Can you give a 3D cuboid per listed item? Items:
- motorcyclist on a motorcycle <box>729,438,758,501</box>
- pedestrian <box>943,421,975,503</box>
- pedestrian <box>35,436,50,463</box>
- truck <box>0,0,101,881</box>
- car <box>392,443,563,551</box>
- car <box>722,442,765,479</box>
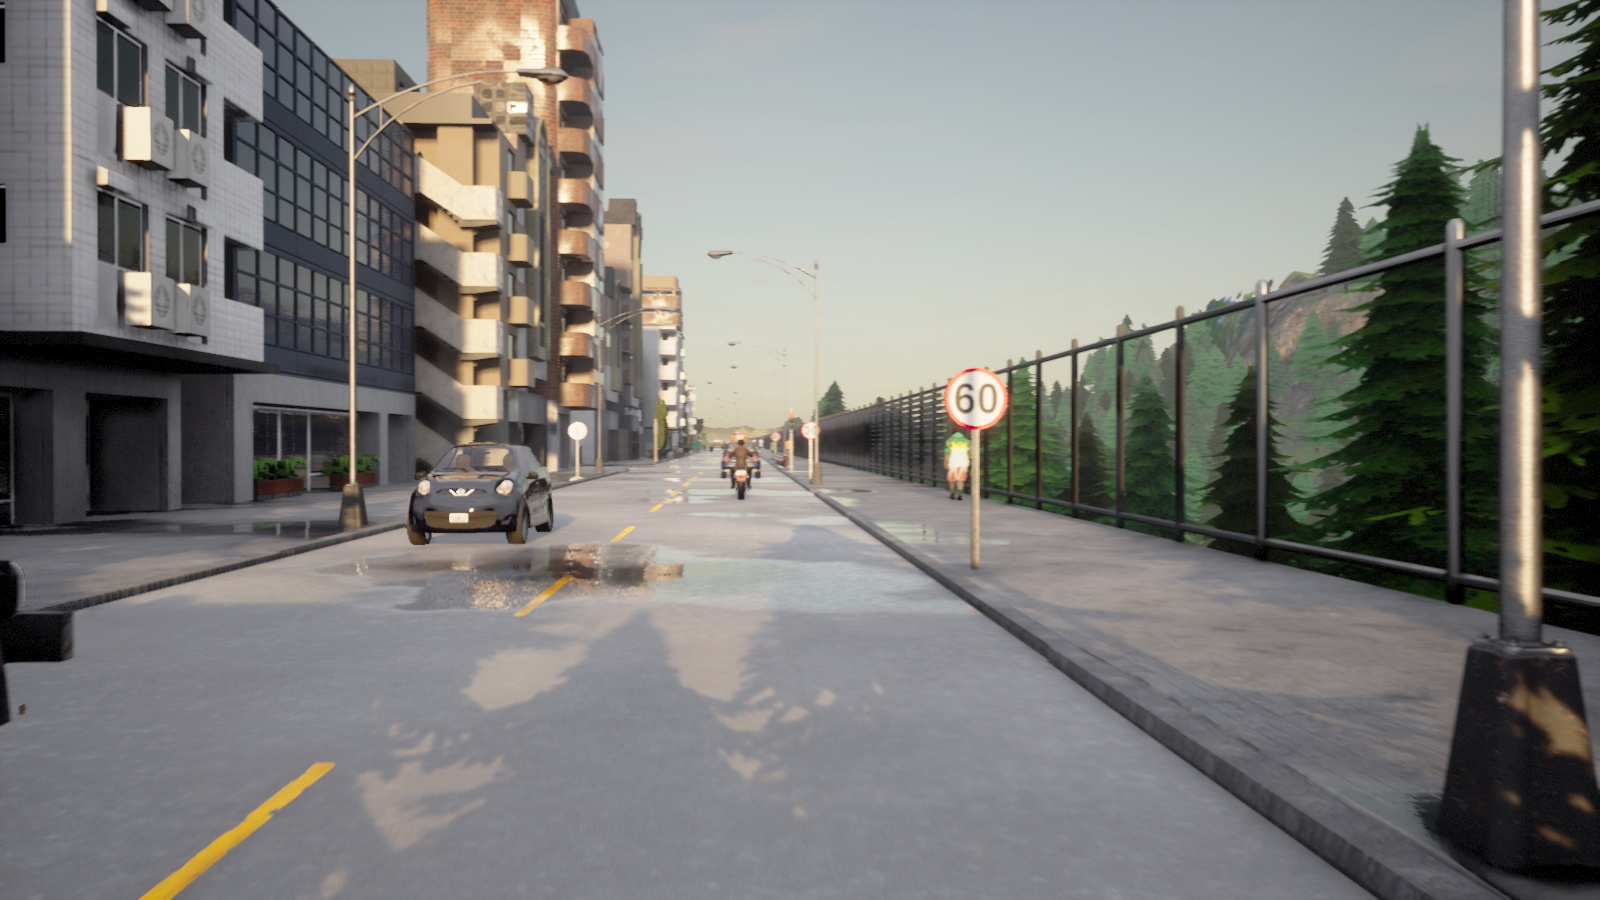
[{"bbox_3d":[-1.531,0.503,34.129,0.766,1.649,2.350,0,0,-3],"label":"motorcyclist on a motorcycle"},{"bbox_3d":[3.843,0.285,30.400,0.659,1.952,0.873,0,0,-2],"label":"pedestrian"},{"bbox_3d":[-50.239,-0.033,83.270,0.726,1.842,0.402,0,0,11],"label":"pedestrian"},{"bbox_3d":[-4.021,-0.242,0.914,2.891,3.462,7.936,0,0,-3],"label":"truck"},{"bbox_3d":[-4.864,0.649,19.425,1.845,1.501,3.633,0,0,-3],"label":"car"},{"bbox_3d":[-2.415,0.421,53.508,1.789,1.549,3.705,0,0,-3],"label":"car"}]
